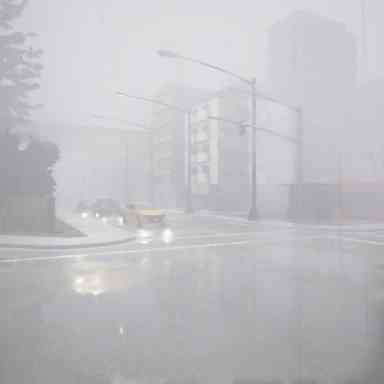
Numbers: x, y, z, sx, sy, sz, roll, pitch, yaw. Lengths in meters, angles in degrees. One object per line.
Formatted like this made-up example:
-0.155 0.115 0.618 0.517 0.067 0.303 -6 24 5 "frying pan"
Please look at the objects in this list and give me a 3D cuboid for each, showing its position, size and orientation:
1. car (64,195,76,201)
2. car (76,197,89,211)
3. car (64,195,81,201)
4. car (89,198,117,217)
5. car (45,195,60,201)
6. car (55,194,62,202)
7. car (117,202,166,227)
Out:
-27.725 1.472 77.081 4.974 1.542 2.038 0 0 41 "car"
-12.837 1.610 40.764 1.895 1.301 4.718 0 0 -28 "car"
-27.764 1.314 77.115 4.536 1.218 1.853 0 0 41 "car"
-8.130 1.357 31.971 2.097 1.767 4.553 0 0 -28 "car"
-31.538 1.317 75.433 1.853 1.218 4.536 0 0 -4 "car"
-31.534 1.475 75.381 2.038 1.542 4.974 0 0 -4 "car"
-3.449 1.480 23.263 1.882 1.535 5.008 0 0 -28 "car"
